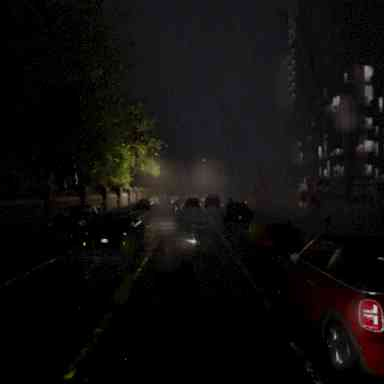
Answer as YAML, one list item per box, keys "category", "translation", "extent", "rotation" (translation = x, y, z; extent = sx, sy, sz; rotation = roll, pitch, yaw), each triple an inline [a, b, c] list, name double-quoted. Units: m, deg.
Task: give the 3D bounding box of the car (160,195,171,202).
- category: "car"
  translation: [-5.729, 1.418, 73.150]
  extent: [2.008, 1.369, 4.403]
  rotation: [0, 0, 0]

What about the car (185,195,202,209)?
- category: "car"
  translation: [0.043, 1.388, 44.888]
  extent: [1.882, 1.535, 5.008]
  rotation: [0, 0, 0]

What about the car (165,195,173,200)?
- category: "car"
  translation: [-5.735, 1.444, 84.414]
  extent: [1.802, 1.307, 4.206]
  rotation: [0, 0, 0]

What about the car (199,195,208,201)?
- category: "car"
  translation: [2.648, 1.409, 78.786]
  extent: [1.887, 1.381, 4.507]
  rotation: [0, 0, 0]

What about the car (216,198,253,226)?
- category: "car"
  translation: [2.987, 1.425, 23.176]
  extent: [1.882, 1.535, 5.008]
  rotation: [0, 0, 0]

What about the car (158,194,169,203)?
- category: "car"
  translation: [-5.726, 1.314, 67.518]
  extent: [1.967, 1.590, 4.097]
  rotation: [0, 0, 0]

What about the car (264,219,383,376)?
- category: "car"
  translation: [2.686, 1.424, 5.568]
  extent: [1.967, 1.590, 4.097]
  rotation: [0, 0, 0]

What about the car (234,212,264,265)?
- category: "car"
  translation: [2.683, 1.551, 11.199]
  extent: [1.802, 1.307, 4.206]
  rotation: [0, 0, 0]

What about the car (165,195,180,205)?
- category: "car"
  translation: [-3.093, 1.385, 55.021]
  extent: [2.128, 1.511, 4.902]
  rotation: [0, 0, 0]

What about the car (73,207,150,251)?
- category: "car"
  translation: [-3.108, 1.527, 13.776]
  extent: [1.994, 1.385, 4.181]
  rotation: [0, 0, 0]

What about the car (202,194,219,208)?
- category: "car"
  translation: [2.666, 1.225, 44.993]
  extent: [2.192, 1.841, 5.009]
  rotation: [0, 0, 0]

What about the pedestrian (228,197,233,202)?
- category: "pedestrian"
  translation: [2.986, 1.235, 26.180]
  extent: [0.375, 1.860, 0.375]
  rotation: [0, 0, -3]

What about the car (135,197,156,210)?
- category: "car"
  translation: [-5.712, 1.501, 39.357]
  extent: [1.802, 1.307, 4.206]
  rotation: [0, 0, 0]

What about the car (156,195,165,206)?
- category: "car"
  translation: [-5.718, 1.452, 50.622]
  extent: [2.008, 1.369, 4.403]
  rotation: [0, 0, 0]

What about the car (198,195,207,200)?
- category: "car"
  translation: [2.645, 1.428, 84.418]
  extent: [1.947, 1.339, 4.313]
  rotation: [0, 0, 0]

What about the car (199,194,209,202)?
- category: "car"
  translation: [2.651, 1.308, 73.154]
  extent: [1.967, 1.590, 4.097]
  rotation: [0, 0, 0]

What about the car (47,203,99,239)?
- category: "car"
  translation: [-5.700, 1.397, 16.827]
  extent: [1.967, 1.590, 4.097]
  rotation: [0, 0, 0]

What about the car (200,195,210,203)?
- category: "car"
  translation: [2.654, 1.399, 67.693]
  extent: [1.752, 1.417, 4.829]
  rotation: [0, 0, 0]

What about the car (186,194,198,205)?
- category: "car"
  translation: [-0.030, 1.241, 57.863]
  extent: [2.097, 1.767, 4.553]
  rotation: [0, 0, 0]

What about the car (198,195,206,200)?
- category: "car"
  translation: [2.642, 1.405, 90.051]
  extent: [1.887, 1.381, 4.507]
  rotation: [0, 0, 0]
